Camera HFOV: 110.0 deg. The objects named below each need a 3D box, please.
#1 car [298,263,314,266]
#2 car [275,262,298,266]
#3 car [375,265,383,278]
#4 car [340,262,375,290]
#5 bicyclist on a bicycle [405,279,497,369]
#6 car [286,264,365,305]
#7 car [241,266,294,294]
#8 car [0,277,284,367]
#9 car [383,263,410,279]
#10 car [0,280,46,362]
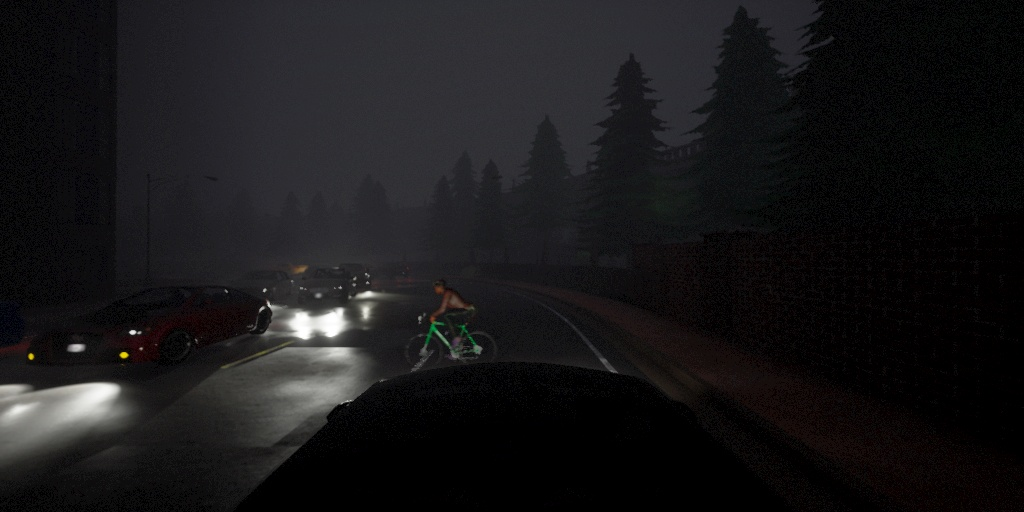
[{"bbox_3d":[-16.189,1.451,30.686,5.357,1.411,2.033,0,0,45],"label":"car"},{"bbox_3d":[-25.129,1.431,40.164,5.008,1.535,1.882,0,0,22],"label":"car"},{"bbox_3d":[-14.443,1.409,33.500,4.902,1.511,2.128,0,-1,43],"label":"car"},{"bbox_3d":[-10.363,1.215,23.035,2.097,1.767,4.553,0,0,-28],"label":"car"},{"bbox_3d":[-1.101,1.227,6.371,1.656,1.620,0.582,-2,0,0],"label":"bicyclist on a bicycle"},{"bbox_3d":[-8.402,1.321,16.649,2.128,1.511,4.902,0,0,-16],"label":"car"},{"bbox_3d":[-12.125,1.381,17.542,2.033,1.411,5.357,0,0,-20],"label":"car"},{"bbox_3d":[-7.330,1.346,7.911,1.994,1.385,4.181,0,0,-4],"label":"car"},{"bbox_3d":[-12.126,1.424,35.985,4.902,1.511,2.128,0,0,44],"label":"car"},{"bbox_3d":[-10.699,1.244,5.011,1.882,1.535,5.008,0,-1,-1],"label":"car"}]
